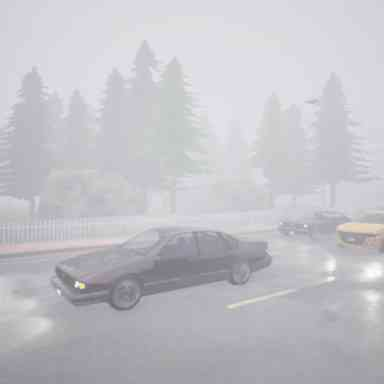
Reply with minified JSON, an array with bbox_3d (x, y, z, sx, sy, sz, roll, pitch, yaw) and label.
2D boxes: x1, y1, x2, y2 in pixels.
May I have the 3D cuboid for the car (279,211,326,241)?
[{"bbox_3d":[6.585,1.648,17.177,4.718,1.301,1.895,0,0,-35],"label":"car"}]

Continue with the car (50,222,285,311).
[{"bbox_3d":[-0.398,1.561,7.987,5.357,1.411,2.033,0,0,-35],"label":"car"}]

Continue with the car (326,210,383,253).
[{"bbox_3d":[8.028,1.522,13.969,5.008,1.535,1.882,0,0,-35],"label":"car"}]
